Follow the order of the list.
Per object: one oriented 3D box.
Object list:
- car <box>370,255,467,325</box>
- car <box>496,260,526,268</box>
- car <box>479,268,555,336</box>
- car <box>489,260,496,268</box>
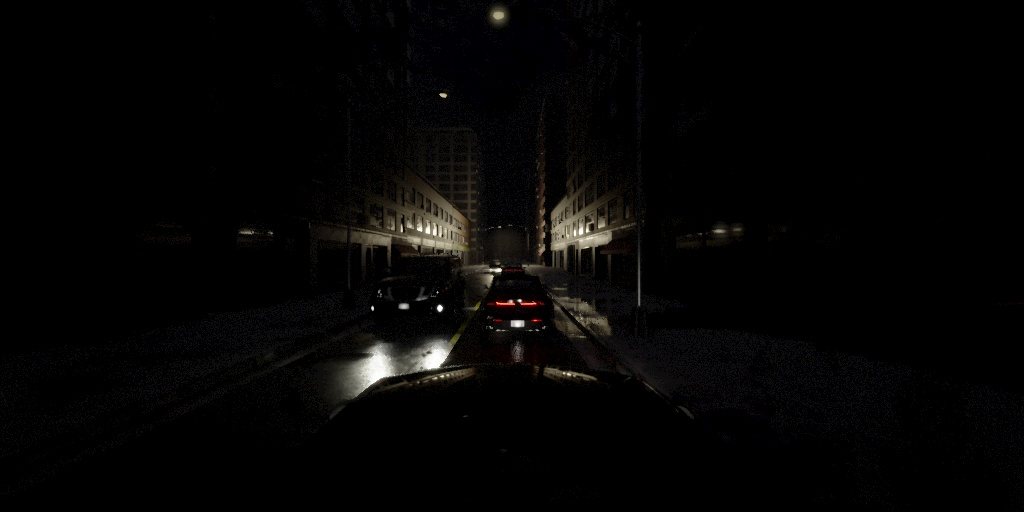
[{"bbox_3d":[-2.848,0.974,12.215,2.150,2.045,5.566,0,0,0],"label":"car"},{"bbox_3d":[0.094,1.250,28.168,2.128,1.511,4.902,0,0,0],"label":"car"},{"bbox_3d":[0.105,1.257,10.385,1.837,1.490,4.892,0,0,0],"label":"car"},{"bbox_3d":[-2.754,1.338,59.481,2.033,1.411,5.357,0,0,0],"label":"car"}]
